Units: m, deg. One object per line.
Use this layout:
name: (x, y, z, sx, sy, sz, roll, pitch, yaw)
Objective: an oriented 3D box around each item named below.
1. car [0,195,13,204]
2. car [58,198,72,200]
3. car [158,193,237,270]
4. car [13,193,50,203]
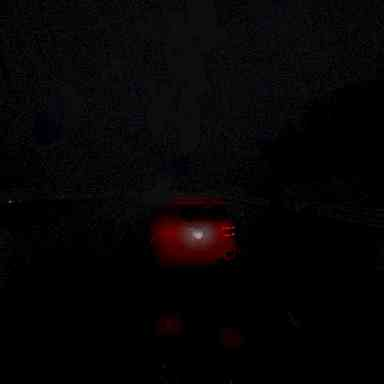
car: (-24.579, 1.258, 45.529, 2.097, 1.767, 4.553, 0, 0, 0)
car: (-17.582, 1.470, 46.226, 1.994, 1.385, 4.181, 0, 0, 0)
car: (0.092, 1.170, 11.041, 2.150, 2.045, 5.566, 0, 0, -2)
car: (-21.087, 1.126, 44.555, 2.150, 2.045, 5.566, 0, 0, 0)
